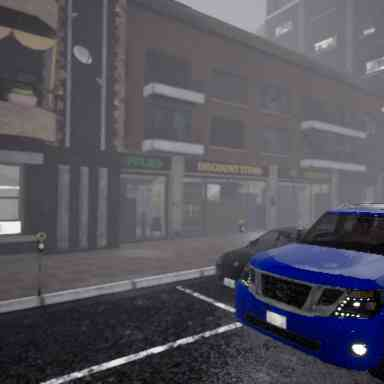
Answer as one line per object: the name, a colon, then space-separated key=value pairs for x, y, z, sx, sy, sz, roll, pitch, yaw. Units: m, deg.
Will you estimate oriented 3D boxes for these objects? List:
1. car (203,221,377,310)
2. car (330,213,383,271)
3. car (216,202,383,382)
car: x=2.591 y=1.580 z=8.394 sx=4.313 sy=1.339 sz=1.947 roll=0 pitch=1 yaw=-35
car: x=6.987 y=1.551 z=11.528 sx=4.829 sy=1.417 sz=1.752 roll=0 pitch=1 yaw=-35
car: x=3.294 y=1.233 z=5.729 sx=5.566 sy=2.045 sz=2.150 roll=0 pitch=0 yaw=-35
